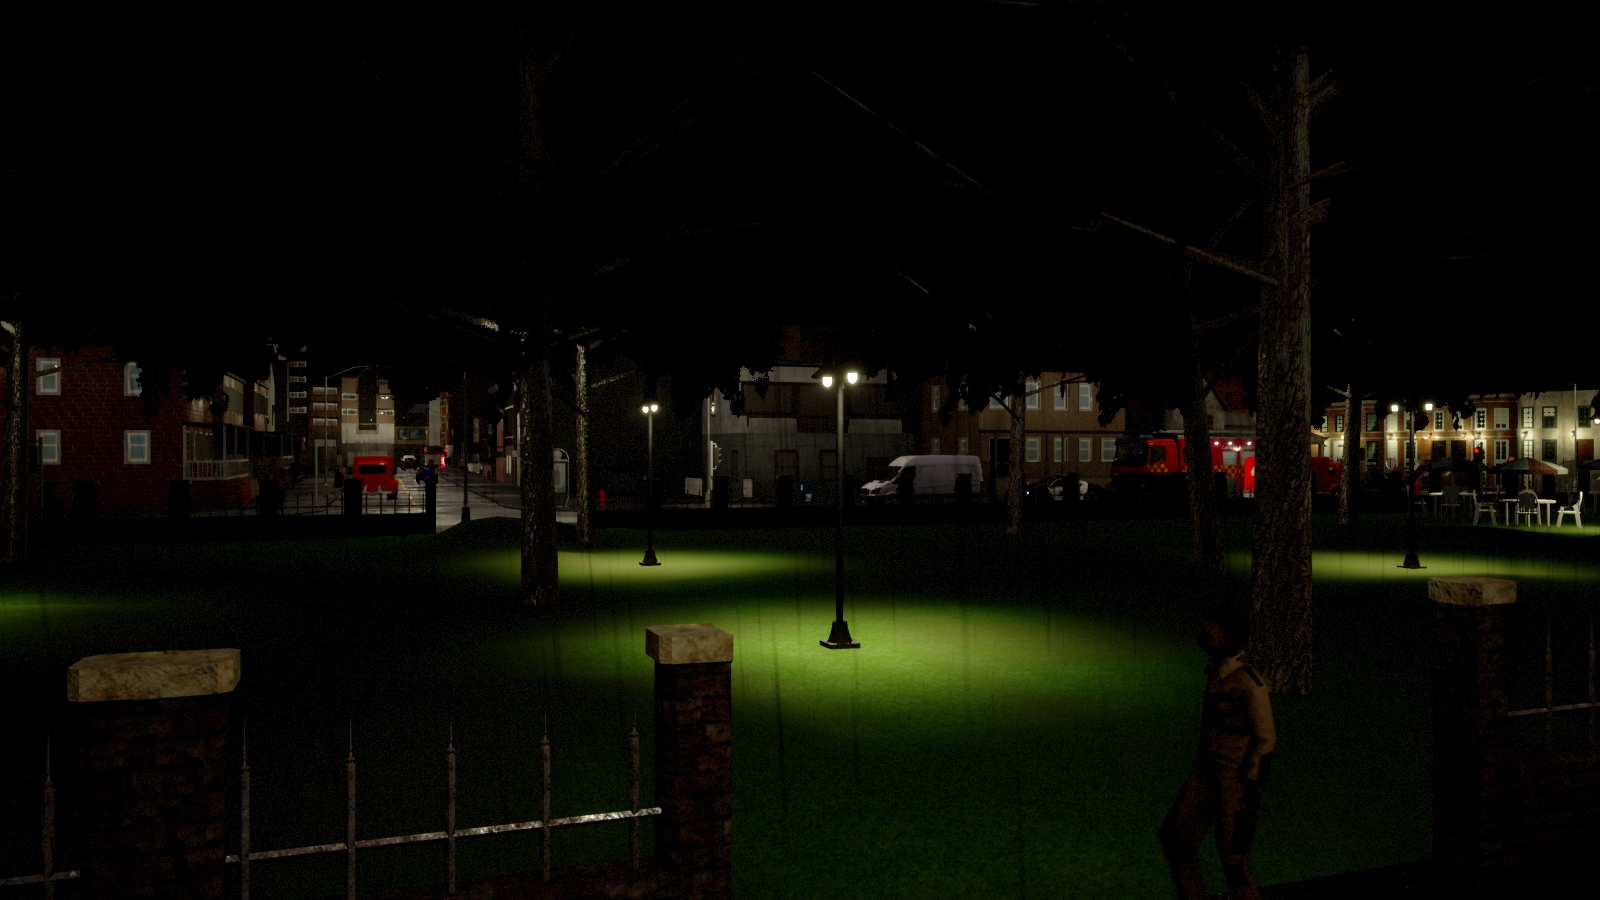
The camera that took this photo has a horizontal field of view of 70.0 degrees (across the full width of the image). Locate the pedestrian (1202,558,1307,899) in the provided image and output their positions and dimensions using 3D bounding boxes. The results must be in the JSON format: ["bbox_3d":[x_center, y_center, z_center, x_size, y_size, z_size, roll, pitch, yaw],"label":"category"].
[{"bbox_3d":[2.401,1.525,6.053,0.375,1.860,0.375,0,0,-11],"label":"pedestrian"}]

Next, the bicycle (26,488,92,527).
[{"bbox_3d":[-25.039,1.940,38.631,1.835,1.271,0.329,0,0,-20],"label":"bicycle"}]

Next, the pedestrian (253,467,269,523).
[{"bbox_3d":[-18.215,1.525,38.625,0.375,1.860,0.375,0,0,-7],"label":"pedestrian"}]

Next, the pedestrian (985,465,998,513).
[{"bbox_3d":[7.526,1.525,44.861,0.375,1.860,0.375,0,0,-20],"label":"pedestrian"}]
